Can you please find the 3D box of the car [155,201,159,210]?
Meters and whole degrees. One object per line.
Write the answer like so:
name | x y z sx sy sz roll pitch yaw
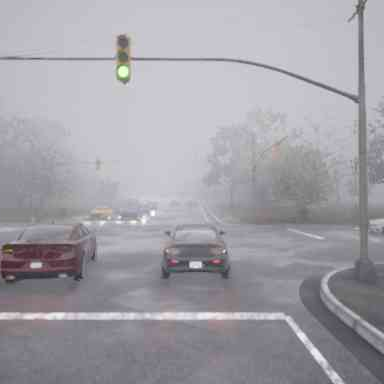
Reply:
car | -7.028 2.380 58.837 2.128 1.511 4.902 0 1 1

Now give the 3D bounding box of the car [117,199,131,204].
car | -10.589 2.333 48.038 2.097 1.767 4.553 0 0 0

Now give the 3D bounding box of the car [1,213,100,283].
car | -4.111 1.615 10.227 1.882 1.535 5.008 1 -1 -11

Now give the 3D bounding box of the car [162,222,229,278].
car | 0.096 1.669 10.484 1.812 1.442 4.674 0 -1 0

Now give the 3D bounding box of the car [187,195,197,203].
car | -0.101 1.669 79.127 2.097 1.767 4.553 0 1 -3

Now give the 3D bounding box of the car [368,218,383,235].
car | 13.243 1.964 20.806 4.674 1.442 1.812 0 -2 -1

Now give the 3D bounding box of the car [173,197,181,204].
car | -3.609 2.003 79.014 1.812 1.442 4.674 0 1 -3

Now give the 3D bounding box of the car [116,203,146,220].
car | -7.091 2.390 39.308 1.882 1.535 5.008 0 -1 1

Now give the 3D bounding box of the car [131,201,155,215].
car | -7.090 2.473 48.780 2.128 1.511 4.902 0 0 0

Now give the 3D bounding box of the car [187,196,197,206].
car | -0.008 2.221 69.400 1.994 1.385 4.181 0 1 0

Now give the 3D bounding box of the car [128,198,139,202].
car | -10.528 2.112 58.695 2.150 2.045 5.566 0 1 0

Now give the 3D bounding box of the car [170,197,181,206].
car | -3.507 2.278 69.106 1.895 1.301 4.718 0 1 0

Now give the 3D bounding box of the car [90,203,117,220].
car | -10.602 2.388 39.178 1.882 1.535 5.008 0 -1 0
